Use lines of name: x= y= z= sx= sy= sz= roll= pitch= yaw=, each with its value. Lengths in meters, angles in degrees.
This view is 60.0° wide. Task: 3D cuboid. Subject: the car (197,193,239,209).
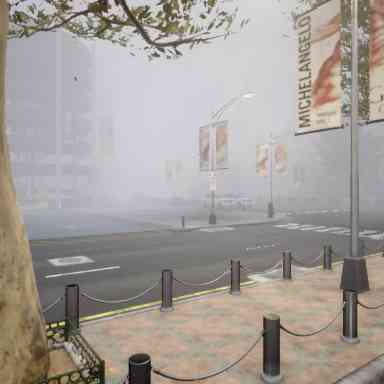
car: x=3.568 y=1.225 z=46.551 sx=2.150 sy=2.045 sz=5.566 roll=0 pitch=0 yaw=-35

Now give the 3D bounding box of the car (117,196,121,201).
car: x=-19.515 y=1.421 z=79.667 sx=5.008 sy=1.535 sz=1.882 roll=0 pitch=0 yaw=12

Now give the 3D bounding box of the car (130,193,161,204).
car: x=-9.089 y=1.224 z=62.283 sx=5.566 sy=2.045 sz=2.150 roll=0 pitch=0 yaw=40

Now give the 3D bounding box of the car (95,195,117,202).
car: x=-20.479 y=1.453 z=76.303 sx=4.892 sy=1.490 sz=1.837 roll=0 pitch=0 yaw=12

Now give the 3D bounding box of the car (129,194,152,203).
car: x=-11.239 y=1.358 z=72.585 sx=4.553 sy=1.767 sz=2.097 roll=0 pitch=0 yaw=26

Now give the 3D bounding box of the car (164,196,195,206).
car: x=-2.148 y=1.508 z=54.462 sx=1.837 sy=1.490 sz=4.892 roll=0 pitch=0 yaw=-37

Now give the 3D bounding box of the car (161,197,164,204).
car: x=-5.767 y=1.604 z=63.973 sx=4.718 sy=1.301 sz=1.895 roll=0 pitch=0 yaw=43

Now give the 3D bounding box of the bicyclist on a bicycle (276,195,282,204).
bicyclist on a bicycle: x=15.735 y=1.305 z=60.475 sx=1.656 sy=1.620 sz=0.582 roll=0 pitch=0 yaw=-36

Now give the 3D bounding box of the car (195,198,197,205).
car: x=0.713 y=1.604 z=56.501 sx=1.895 sy=1.301 sz=4.718 roll=0 pitch=0 yaw=-37

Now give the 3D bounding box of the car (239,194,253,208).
car: x=6.423 y=1.225 z=48.575 sx=2.150 sy=2.045 sz=5.566 roll=0 pitch=0 yaw=-35
